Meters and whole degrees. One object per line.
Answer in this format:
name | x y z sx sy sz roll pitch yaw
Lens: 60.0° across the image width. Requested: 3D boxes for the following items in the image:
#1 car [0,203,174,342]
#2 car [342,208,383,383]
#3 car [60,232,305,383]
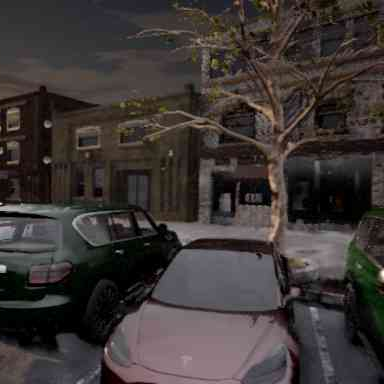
car | -1.916 1.245 6.802 2.435 2.045 5.566 0 -1 15
car | 2.977 1.229 3.259 2.435 2.045 5.566 0 -1 15
car | 0.524 1.518 4.998 2.163 1.488 4.792 0 -1 15
